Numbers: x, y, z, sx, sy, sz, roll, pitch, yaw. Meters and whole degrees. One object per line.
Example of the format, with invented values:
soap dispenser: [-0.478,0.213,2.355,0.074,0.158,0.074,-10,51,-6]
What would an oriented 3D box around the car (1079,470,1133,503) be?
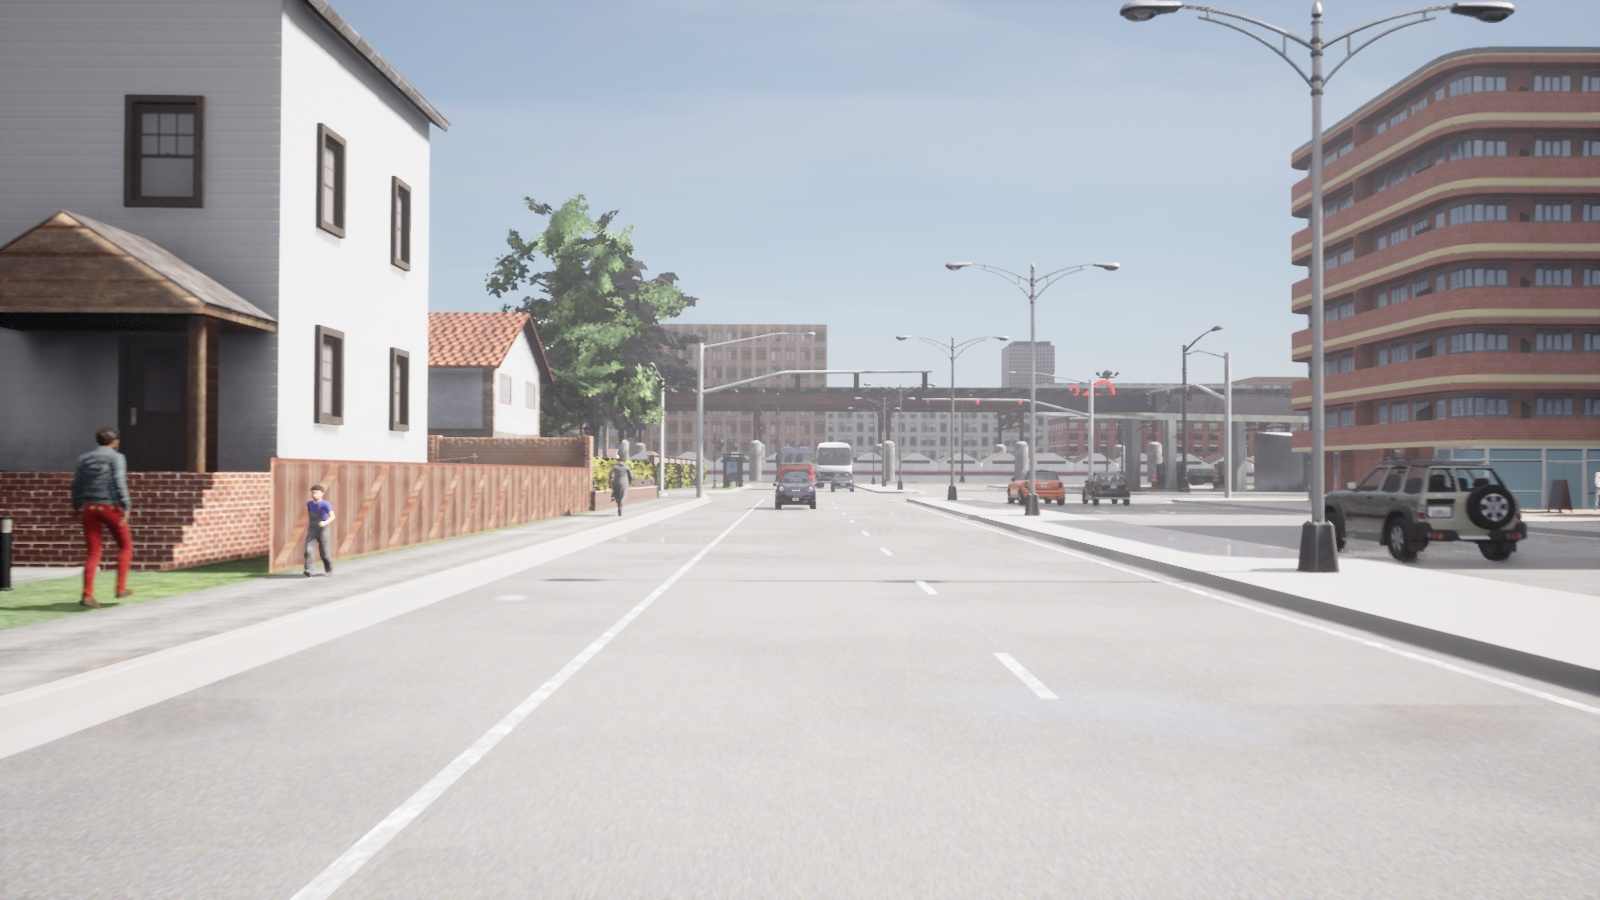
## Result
car: [14.711,1.748,60.547,1.789,1.549,3.705,0,-1,2]

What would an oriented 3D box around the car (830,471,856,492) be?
car: [3.223,2.373,95.116,1.789,1.549,3.705,0,-1,0]

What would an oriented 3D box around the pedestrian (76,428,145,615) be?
pedestrian: [-6.995,0.713,12.757,0.353,1.847,0.614,0,-1,1]

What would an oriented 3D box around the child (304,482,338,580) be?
child: [-6.247,1.049,16.380,0.270,1.263,0.437,0,-1,2]

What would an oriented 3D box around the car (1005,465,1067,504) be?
car: [11.321,1.642,60.560,2.097,1.767,4.553,0,-1,0]

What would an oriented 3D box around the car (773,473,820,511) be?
car: [-0.150,1.689,51.369,1.845,1.501,3.633,0,-1,0]

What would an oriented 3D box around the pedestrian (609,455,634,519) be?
pedestrian: [-5.535,1.143,38.895,0.659,1.952,0.873,0,-1,-1]

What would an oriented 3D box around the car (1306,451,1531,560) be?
car: [11.430,0.982,23.638,1.932,1.855,4.605,0,-1,0]
